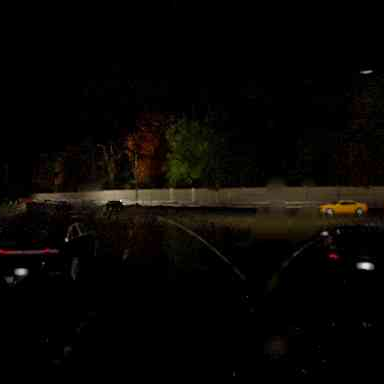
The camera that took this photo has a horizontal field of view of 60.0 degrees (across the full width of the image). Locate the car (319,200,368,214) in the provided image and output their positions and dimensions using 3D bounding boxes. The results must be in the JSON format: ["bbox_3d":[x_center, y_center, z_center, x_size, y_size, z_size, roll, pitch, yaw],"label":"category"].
[{"bbox_3d":[16.655,1.680,36.776,5.008,1.535,1.882,0,0,8],"label":"car"}]

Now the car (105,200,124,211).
[{"bbox_3d":[-11.641,1.974,49.662,1.837,1.490,4.892,0,0,-29],"label":"car"}]

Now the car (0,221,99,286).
[{"bbox_3d":[-4.031,1.596,9.844,2.128,1.511,4.902,0,0,-5],"label":"car"}]

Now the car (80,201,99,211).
[{"bbox_3d":[-14.864,2.042,48.269,1.994,1.385,4.181,0,0,-29],"label":"car"}]

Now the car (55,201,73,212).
[{"bbox_3d":[-18.002,2.011,46.719,1.812,1.442,4.674,0,0,-29],"label":"car"}]

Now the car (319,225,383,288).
[{"bbox_3d":[4.590,1.609,9.173,1.994,1.385,4.181,-1,-1,23],"label":"car"}]
